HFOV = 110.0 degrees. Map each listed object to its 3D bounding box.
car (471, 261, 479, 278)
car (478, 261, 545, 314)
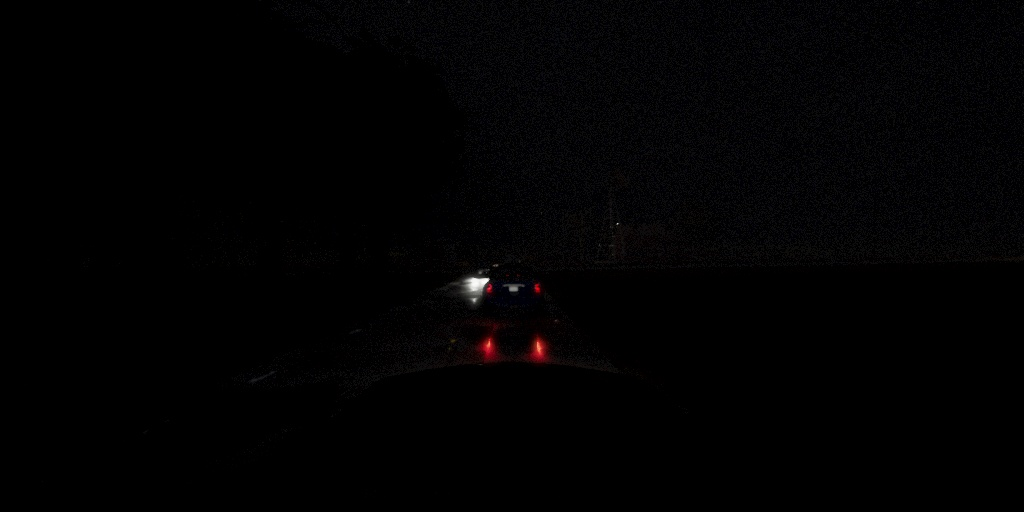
[{"bbox_3d":[-2.833,1.261,34.548,2.128,1.511,4.902,0,0,0],"label":"car"},{"bbox_3d":[0.066,1.096,13.782,2.097,1.767,4.553,0,0,0],"label":"car"}]
